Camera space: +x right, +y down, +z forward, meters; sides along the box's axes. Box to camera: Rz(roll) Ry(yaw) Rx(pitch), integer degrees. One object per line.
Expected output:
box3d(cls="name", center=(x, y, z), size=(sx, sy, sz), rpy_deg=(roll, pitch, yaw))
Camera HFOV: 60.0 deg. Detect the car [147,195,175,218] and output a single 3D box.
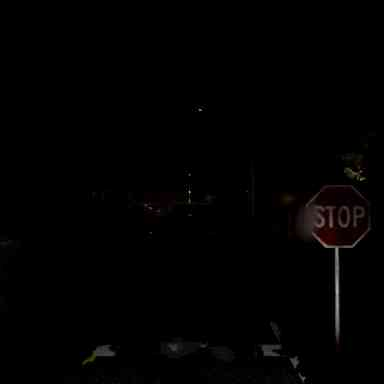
box3d(cls="car", center=(-2.749, 1.310, 30.765), size=(2.150, 2.045, 5.566), rpy_deg=(0, 0, 0))
